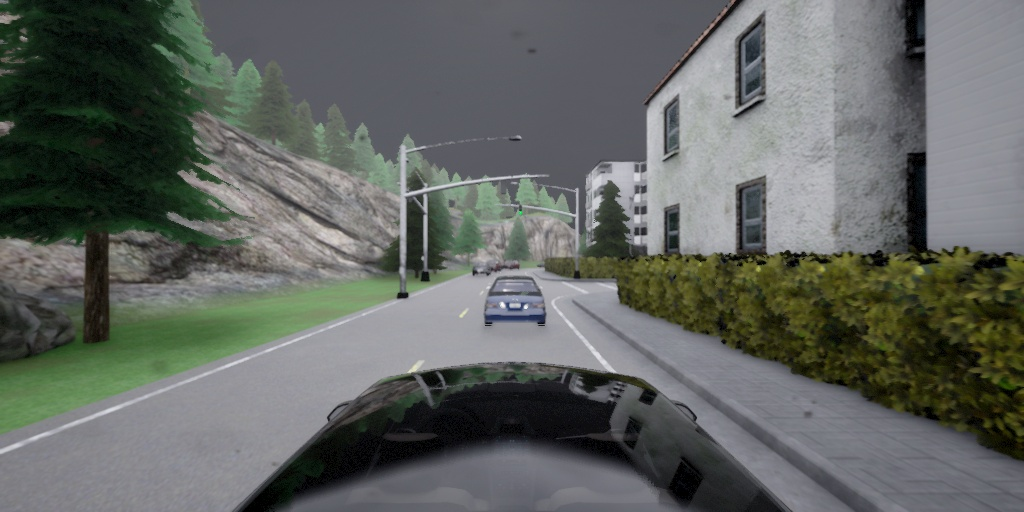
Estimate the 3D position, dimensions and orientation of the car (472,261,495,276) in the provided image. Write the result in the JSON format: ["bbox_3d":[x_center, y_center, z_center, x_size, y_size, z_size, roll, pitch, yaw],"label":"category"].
[{"bbox_3d":[-3.457,1.508,41.449,2.128,1.511,4.902,0,0,2],"label":"car"}]

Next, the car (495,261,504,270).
[{"bbox_3d":[-2.934,1.432,50.871,2.097,1.767,4.553,0,0,8],"label":"car"}]

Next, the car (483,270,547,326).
[{"bbox_3d":[0.092,1.367,11.975,2.033,1.411,5.357,0,0,0],"label":"car"}]

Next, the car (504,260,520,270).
[{"bbox_3d":[-0.329,1.498,60.632,2.097,1.767,4.553,0,0,25],"label":"car"}]
